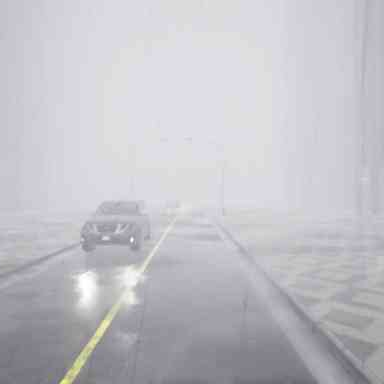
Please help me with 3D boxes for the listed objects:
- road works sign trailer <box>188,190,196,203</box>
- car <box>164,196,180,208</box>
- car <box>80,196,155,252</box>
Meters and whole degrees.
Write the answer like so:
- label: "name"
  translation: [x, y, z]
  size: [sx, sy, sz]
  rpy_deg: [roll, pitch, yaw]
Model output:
- label: "road works sign trailer"
  translation: [-0.034, 1.264, 91.049]
  size: [2.380, 3.560, 2.880]
  rpy_deg: [0, -1, 0]
- label: "car"
  translation: [-3.082, 1.801, 55.456]
  size: [2.097, 1.767, 4.553]
  rpy_deg: [0, -1, 0]
- label: "car"
  translation: [-3.107, 1.333, 14.758]
  size: [2.150, 2.045, 5.566]
  rpy_deg: [0, 0, 0]
